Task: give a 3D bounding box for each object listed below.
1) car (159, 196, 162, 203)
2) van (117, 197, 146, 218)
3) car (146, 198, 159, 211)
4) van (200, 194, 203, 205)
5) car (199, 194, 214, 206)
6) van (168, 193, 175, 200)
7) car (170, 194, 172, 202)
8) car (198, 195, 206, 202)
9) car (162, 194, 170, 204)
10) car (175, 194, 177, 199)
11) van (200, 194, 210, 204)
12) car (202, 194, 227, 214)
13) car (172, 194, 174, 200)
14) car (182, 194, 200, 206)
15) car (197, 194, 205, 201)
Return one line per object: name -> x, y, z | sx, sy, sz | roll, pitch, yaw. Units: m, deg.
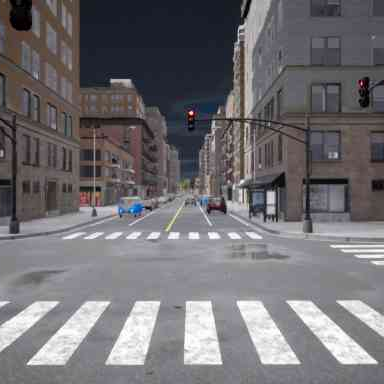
car -> -5.600, 1.540, 46.182 | 1.887, 1.381, 4.507 | 0, 0, 0
van -> -5.534, 1.339, 29.963 | 1.690, 1.788, 3.998 | 0, 0, 0
car -> -5.578, 1.562, 40.775 | 1.947, 1.339, 4.313 | 0, 0, 0
van -> 2.470, 1.335, 51.624 | 1.690, 1.788, 3.998 | 0, 0, 0
car -> 2.442, 1.308, 57.031 | 2.192, 1.841, 5.009 | 0, 0, 0
van -> -5.798, 1.327, 94.838 | 1.690, 1.788, 3.998 | 0, 0, 0
car -> -5.688, 1.542, 67.806 | 2.008, 1.369, 4.403 | 0, 0, 0
car -> 2.327, 1.514, 78.825 | 1.752, 1.417, 4.829 | 0, 0, 0
car -> -5.665, 1.518, 62.231 | 1.752, 1.417, 4.829 | 0, 0, 0
car -> -5.776, 1.569, 89.431 | 1.802, 1.307, 4.206 | 0, 0, 0
van -> 2.413, 1.333, 62.437 | 1.690, 1.788, 3.998 | 0, 0, 0
car -> 2.555, 1.312, 35.406 | 2.192, 1.841, 5.009 | 0, 0, 0
car -> -5.710, 1.556, 73.213 | 1.947, 1.339, 4.313 | 0, 0, 0
car -> -0.183, 1.485, 55.105 | 2.128, 1.511, 4.902 | 0, 0, 0
car -> 2.300, 1.428, 84.061 | 1.967, 1.590, 4.097 | 0, 0, 0
